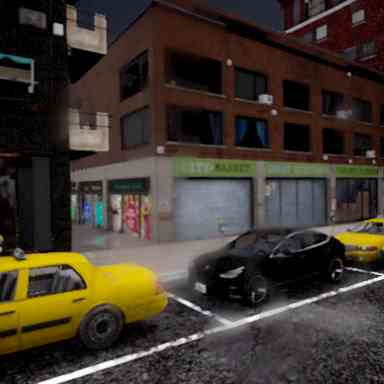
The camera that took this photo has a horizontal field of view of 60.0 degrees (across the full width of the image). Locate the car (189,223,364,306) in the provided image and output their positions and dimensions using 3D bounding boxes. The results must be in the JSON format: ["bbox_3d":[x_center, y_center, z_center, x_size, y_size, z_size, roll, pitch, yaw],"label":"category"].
[{"bbox_3d":[1.944,1.540,7.953,4.313,1.339,1.947,0,-1,-35],"label":"car"}]

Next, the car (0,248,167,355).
[{"bbox_3d":[-2.697,1.522,4.654,4.829,1.417,1.752,0,-1,-35],"label":"car"}]

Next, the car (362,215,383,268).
[{"bbox_3d":[6.308,1.478,11.055,4.829,1.417,1.752,0,-1,-35],"label":"car"}]
